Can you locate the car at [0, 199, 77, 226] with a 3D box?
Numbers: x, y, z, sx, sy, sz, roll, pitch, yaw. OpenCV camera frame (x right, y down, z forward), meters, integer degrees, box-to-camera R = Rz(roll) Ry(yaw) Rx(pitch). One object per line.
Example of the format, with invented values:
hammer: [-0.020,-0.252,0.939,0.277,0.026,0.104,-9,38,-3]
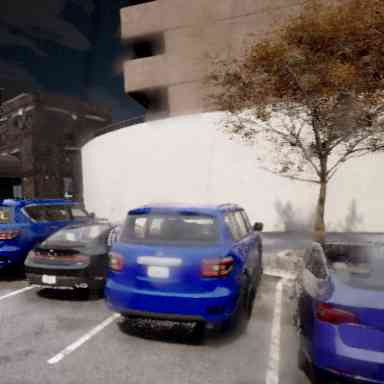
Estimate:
car: [-4.635,1.251,10.727,2.435,2.045,5.566,0,-1,15]

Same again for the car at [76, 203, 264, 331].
car: [0.263,1.249,7.229,2.435,2.045,5.566,0,-1,16]

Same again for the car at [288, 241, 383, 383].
car: [2.703,1.529,5.457,2.163,1.488,4.792,0,-1,16]

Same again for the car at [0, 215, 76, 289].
car: [-2.195,1.502,8.955,2.231,1.521,4.892,0,-1,15]
